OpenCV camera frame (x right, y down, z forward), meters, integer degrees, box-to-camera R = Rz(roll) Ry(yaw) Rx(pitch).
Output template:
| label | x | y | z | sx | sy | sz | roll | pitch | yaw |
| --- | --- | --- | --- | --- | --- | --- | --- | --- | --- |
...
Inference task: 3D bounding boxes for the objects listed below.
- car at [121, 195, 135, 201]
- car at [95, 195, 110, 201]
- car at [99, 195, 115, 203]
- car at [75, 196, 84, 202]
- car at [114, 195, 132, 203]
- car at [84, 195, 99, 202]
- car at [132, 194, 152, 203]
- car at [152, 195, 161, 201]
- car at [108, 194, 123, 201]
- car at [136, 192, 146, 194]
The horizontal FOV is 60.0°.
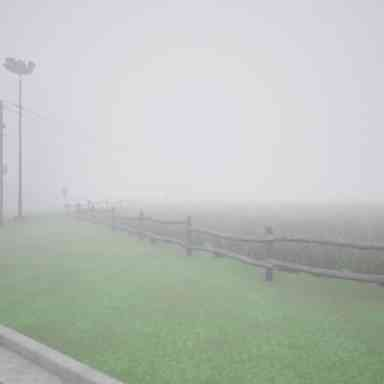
| label | x | y | z | sx | sy | sz | roll | pitch | yaw |
| --- | --- | --- | --- | --- | --- | --- | --- | --- | --- |
| car | -15.993 | 1.443 | 83.650 | 1.994 | 1.385 | 4.181 | 0 | 0 | 10 |
| car | -22.876 | 1.491 | 84.925 | 1.895 | 1.301 | 4.718 | 0 | 0 | 10 |
| car | -17.847 | 1.585 | 73.396 | 2.033 | 1.411 | 5.357 | 0 | 0 | 10 |
| car | -24.637 | 1.568 | 75.189 | 1.812 | 1.442 | 4.674 | 0 | 0 | 10 |
| car | -14.403 | 1.582 | 72.773 | 2.033 | 1.411 | 5.357 | 0 | 0 | 10 |
| car | -21.291 | 1.516 | 74.019 | 1.882 | 1.535 | 5.008 | 0 | 0 | 10 |
| car | -10.879 | 1.635 | 72.590 | 1.895 | 1.301 | 4.718 | 0 | 0 | 10 |
| car | -9.105 | 1.437 | 82.404 | 1.994 | 1.385 | 4.181 | 0 | 0 | 10 |
| car | -19.437 | 1.371 | 84.273 | 1.882 | 1.535 | 5.008 | 0 | 0 | 10 |
| car | -12.544 | 1.112 | 83.056 | 2.150 | 2.045 | 5.566 | 0 | 0 | 10 |
